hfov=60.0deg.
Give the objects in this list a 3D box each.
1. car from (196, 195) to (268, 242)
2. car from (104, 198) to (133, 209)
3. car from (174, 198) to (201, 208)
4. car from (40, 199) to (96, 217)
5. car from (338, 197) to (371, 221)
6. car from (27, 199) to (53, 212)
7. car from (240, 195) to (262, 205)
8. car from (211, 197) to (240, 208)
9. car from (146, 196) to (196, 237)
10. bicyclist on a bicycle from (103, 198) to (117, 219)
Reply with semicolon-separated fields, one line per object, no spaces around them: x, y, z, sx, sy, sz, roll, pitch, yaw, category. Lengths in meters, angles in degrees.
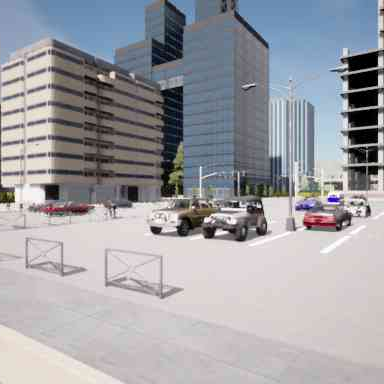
2.133;1.159;15.590;1.905;1.878;3.866;0;0;34;car
-10.288;1.577;46.524;1.994;1.385;4.181;0;0;35;car
-0.588;1.574;48.123;1.994;1.385;4.181;0;0;34;car
-11.558;1.611;31.712;1.895;1.301;4.718;0;0;34;car
14.136;1.397;28.565;1.970;1.475;3.806;0;0;34;car
-15.914;1.560;38.151;2.033;1.411;5.357;0;0;34;car
10.436;1.361;58.327;2.097;1.767;4.553;0;0;34;car
5.175;1.556;50.448;2.033;1.411;5.357;0;0;33;car
-0.237;1.157;17.252;1.932;1.855;4.605;0;0;34;car
-6.481;1.310;26.203;1.656;1.620;0.582;0;0;34;bicyclist on a bicycle
